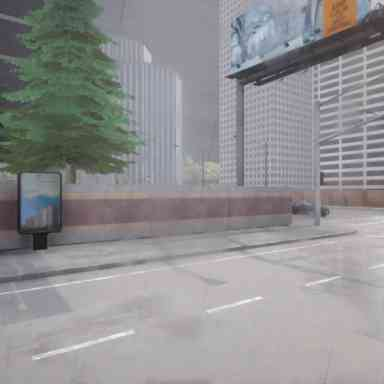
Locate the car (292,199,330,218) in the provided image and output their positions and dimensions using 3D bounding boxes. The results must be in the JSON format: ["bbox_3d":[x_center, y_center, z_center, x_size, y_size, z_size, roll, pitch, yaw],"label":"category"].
[{"bbox_3d":[10.241,1.478,30.850,1.882,1.535,5.008,0,0,-35],"label":"car"}]

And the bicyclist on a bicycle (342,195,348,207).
[{"bbox_3d":[21.307,1.301,46.345,1.656,1.620,0.582,0,0,-35],"label":"bicyclist on a bicycle"}]

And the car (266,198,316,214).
[{"bbox_3d":[10.713,1.491,36.242,2.128,1.511,4.902,0,0,-35],"label":"car"}]
